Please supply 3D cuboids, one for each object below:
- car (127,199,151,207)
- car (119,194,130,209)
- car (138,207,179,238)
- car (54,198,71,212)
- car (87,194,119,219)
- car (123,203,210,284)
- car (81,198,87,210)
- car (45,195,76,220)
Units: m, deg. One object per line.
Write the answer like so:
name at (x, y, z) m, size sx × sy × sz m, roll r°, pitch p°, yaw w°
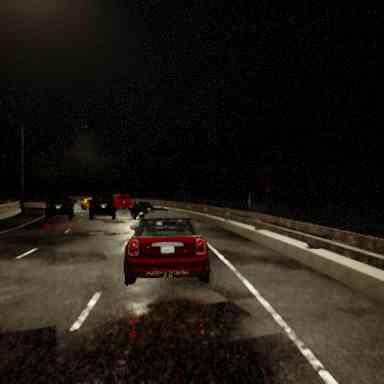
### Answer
car at (-4.415, 1.570, 29.602) m, size 1.837 × 1.490 × 4.892 m, roll 0°, pitch 0°, yaw -15°
car at (-9.554, 1.326, 44.017) m, size 2.150 × 2.045 × 5.566 m, roll 0°, pitch 0°, yaw -24°
car at (-2.016, 1.602, 18.866) m, size 1.994 × 1.385 × 4.181 m, roll 0°, pitch 0°, yaw -10°
car at (-16.642, 1.615, 42.627) m, size 1.837 × 1.490 × 4.892 m, roll 0°, pitch 0°, yaw -24°
car at (-8.102, 1.293, 29.978) m, size 2.150 × 2.045 × 5.566 m, roll 0°, pitch 0°, yaw -17°
car at (-0.770, 1.372, 9.858) m, size 2.097 × 1.767 × 4.553 m, roll 0°, pitch 0°, yaw -5°
car at (-13.873, 1.586, 44.974) m, size 1.882 × 1.535 × 5.008 m, roll 0°, pitch 0°, yaw -25°
car at (-11.429, 1.297, 28.983) m, size 2.150 × 2.045 × 5.566 m, roll 0°, pitch 0°, yaw -17°
